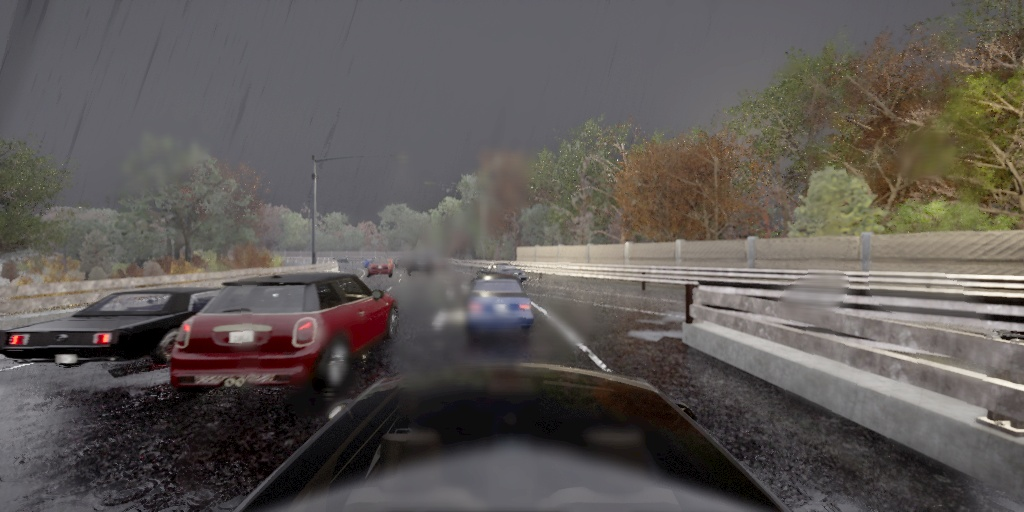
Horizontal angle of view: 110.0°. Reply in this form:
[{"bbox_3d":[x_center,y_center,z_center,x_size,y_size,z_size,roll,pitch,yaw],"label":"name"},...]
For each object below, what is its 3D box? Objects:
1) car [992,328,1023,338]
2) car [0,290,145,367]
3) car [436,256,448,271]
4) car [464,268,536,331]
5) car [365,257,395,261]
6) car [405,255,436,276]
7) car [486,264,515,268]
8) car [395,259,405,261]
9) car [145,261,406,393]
[{"bbox_3d":[12.177,1.289,5.722,2.033,1.411,5.357,0,0,-42],"label":"car"},{"bbox_3d":[-7.215,1.336,7.900,1.895,1.301,4.718,0,0,-4],"label":"car"},{"bbox_3d":[-9.613,1.147,46.161,1.837,1.490,4.892,0,-1,-24],"label":"car"},{"bbox_3d":[-0.500,1.276,10.971,2.033,1.411,5.357,0,0,-6],"label":"car"},{"bbox_3d":[-12.459,1.026,34.076,2.097,1.767,4.553,0,0,-18],"label":"car"},{"bbox_3d":[-9.131,0.893,35.361,2.150,2.045,5.566,0,0,-18],"label":"car"},{"bbox_3d":[-0.881,1.242,25.594,2.033,1.411,5.357,0,0,-27],"label":"car"},{"bbox_3d":[-16.620,1.137,52.664,1.837,1.490,4.892,0,0,-28],"label":"car"},{"bbox_3d":[-3.701,1.091,6.880,2.097,1.767,4.553,0,0,-3],"label":"car"}]
